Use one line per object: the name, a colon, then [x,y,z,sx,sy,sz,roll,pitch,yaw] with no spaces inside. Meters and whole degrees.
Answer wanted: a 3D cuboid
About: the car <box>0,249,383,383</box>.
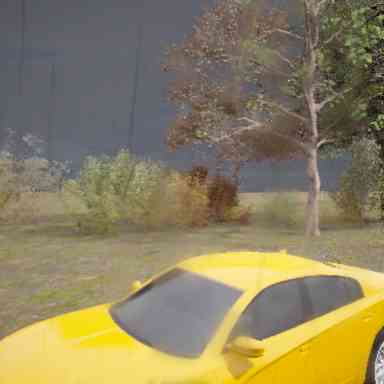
car: [0.437,1.471,3.611,5.008,1.535,1.882,0,0,-35]
